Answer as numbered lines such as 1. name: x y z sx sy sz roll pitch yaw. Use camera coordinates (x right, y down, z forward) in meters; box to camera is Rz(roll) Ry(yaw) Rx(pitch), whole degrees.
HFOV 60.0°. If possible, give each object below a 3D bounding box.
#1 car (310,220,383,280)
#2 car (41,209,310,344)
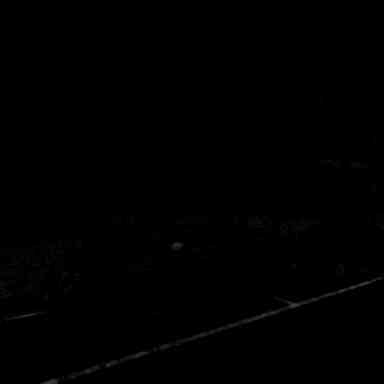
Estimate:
1. car: 4.383 1.547 9.884 4.313 1.339 1.947 0 1 -36
2. car: -0.195 1.308 6.615 5.009 1.841 2.192 0 1 -36
